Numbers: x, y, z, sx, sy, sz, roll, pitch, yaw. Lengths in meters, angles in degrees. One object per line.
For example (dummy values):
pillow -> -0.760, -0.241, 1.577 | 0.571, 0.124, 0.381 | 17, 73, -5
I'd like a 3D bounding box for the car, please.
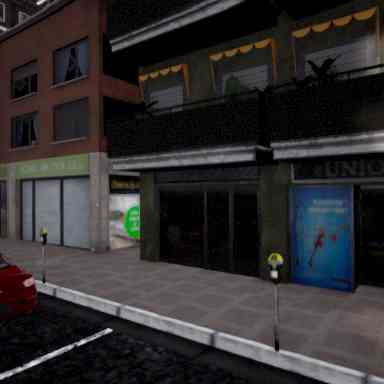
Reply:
car -> -4.475, 1.580, 6.076 | 4.206, 1.307, 1.802 | 0, 0, 36
